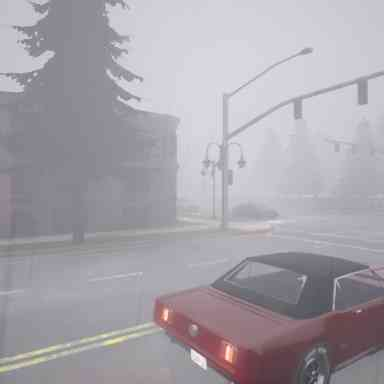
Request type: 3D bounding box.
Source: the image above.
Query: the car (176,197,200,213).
[{"bbox_3d":[-1.018,1.348,37.074,2.097,1.767,4.553,0,0,-33],"label":"car"}]

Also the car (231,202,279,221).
[{"bbox_3d":[5.162,1.561,27.661,1.994,1.385,4.181,0,0,-33],"label":"car"}]

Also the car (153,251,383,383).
[{"bbox_3d":[1.919,1.600,5.001,4.718,1.301,1.895,0,0,-34],"label":"car"}]

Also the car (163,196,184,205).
[{"bbox_3d":[-3.363,1.521,60.048,1.812,1.442,4.674,0,-1,-33],"label":"car"}]
